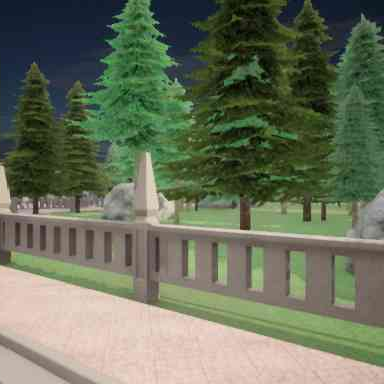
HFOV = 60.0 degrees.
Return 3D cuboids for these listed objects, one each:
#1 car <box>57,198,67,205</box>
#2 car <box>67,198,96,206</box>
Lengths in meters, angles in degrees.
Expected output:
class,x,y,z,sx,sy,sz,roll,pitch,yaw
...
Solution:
class,x,y,z,sx,sy,sz,roll,pitch,yaw
car,-19.613,1.559,53.962,1.812,1.442,4.674,0,0,35
car,-16.762,1.599,51.932,1.994,1.385,4.181,0,0,35
